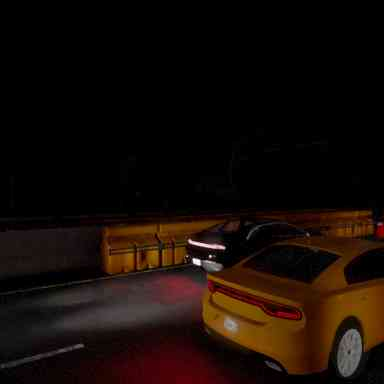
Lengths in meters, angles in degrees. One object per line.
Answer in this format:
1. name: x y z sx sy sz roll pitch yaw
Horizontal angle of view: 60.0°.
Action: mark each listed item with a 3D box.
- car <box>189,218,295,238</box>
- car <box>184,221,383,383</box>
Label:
1. car: 2.084 1.492 9.534 4.902 1.511 2.128 0 0 -36
2. car: 2.483 1.478 5.520 5.008 1.535 1.882 0 0 -36
